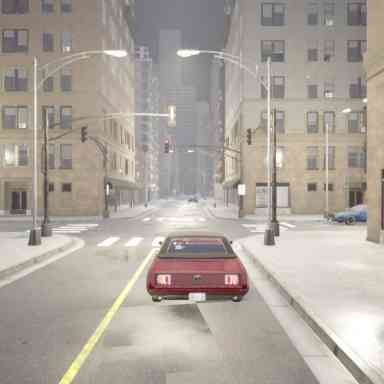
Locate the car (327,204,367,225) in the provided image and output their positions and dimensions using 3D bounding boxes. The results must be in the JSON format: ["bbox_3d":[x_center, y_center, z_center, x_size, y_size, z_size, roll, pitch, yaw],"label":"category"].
[{"bbox_3d":[12.194,1.512,22.796,5.357,1.411,2.033,0,0,3],"label":"car"}]

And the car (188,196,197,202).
[{"bbox_3d":[0.085,1.567,75.116,1.895,1.301,4.718,0,0,0],"label":"car"}]

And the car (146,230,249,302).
[{"bbox_3d":[0.092,1.601,8.203,1.895,1.301,4.718,0,0,0],"label":"car"}]

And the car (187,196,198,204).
[{"bbox_3d":[0.169,1.507,65.188,1.812,1.442,4.674,0,0,0],"label":"car"}]
